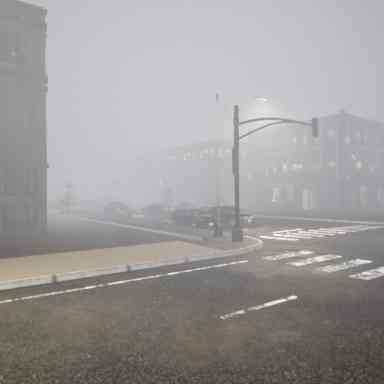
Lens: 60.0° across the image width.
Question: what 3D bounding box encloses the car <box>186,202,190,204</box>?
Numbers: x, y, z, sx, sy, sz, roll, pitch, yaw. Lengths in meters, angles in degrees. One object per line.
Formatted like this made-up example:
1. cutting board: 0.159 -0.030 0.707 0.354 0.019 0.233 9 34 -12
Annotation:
1. car: -1.088 1.904 40.313 1.802 1.307 4.206 -2 0 -35

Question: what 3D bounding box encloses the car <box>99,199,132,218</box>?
1. car: -7.923 1.847 35.460 1.967 1.590 4.097 -1 0 -35

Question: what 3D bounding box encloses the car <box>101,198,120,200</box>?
1. car: -9.249 1.939 41.835 2.128 1.511 4.902 -1 0 -35

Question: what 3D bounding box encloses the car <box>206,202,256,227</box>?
1. car: 2.693 1.738 25.001 1.812 1.442 4.674 -1 0 -34

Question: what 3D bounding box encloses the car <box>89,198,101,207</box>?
1. car: -17.114 1.940 62.880 2.192 1.841 5.009 -1 0 -35

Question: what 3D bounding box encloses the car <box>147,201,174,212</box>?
1. car: -4.291 1.966 44.826 1.802 1.307 4.206 -2 0 -35

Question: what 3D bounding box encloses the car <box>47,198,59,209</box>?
1. car: -23.842 2.233 57.889 1.752 1.417 4.829 -1 0 -35

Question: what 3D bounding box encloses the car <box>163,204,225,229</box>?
1. car: 0.014 1.815 24.074 1.947 1.339 4.313 -1 0 -35

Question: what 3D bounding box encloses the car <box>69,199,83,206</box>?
1. car: -26.720 2.365 76.421 1.947 1.339 4.313 -1 0 -35

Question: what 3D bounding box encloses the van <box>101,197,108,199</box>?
1. van: -13.909 1.907 58.366 1.690 1.788 3.998 -1 0 -35

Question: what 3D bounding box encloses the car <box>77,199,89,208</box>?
1. car: -20.211 2.195 62.807 1.812 1.442 4.674 -1 0 -35

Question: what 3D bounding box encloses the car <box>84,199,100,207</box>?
1. car: -20.312 2.228 67.393 1.887 1.381 4.507 -1 0 -35

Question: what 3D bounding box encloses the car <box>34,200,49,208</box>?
1. car: -30.349 2.376 67.055 2.008 1.369 4.403 -1 0 -35

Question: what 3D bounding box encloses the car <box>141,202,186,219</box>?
1. car: -3.253 1.878 33.370 2.033 1.411 5.357 -1 0 -36
